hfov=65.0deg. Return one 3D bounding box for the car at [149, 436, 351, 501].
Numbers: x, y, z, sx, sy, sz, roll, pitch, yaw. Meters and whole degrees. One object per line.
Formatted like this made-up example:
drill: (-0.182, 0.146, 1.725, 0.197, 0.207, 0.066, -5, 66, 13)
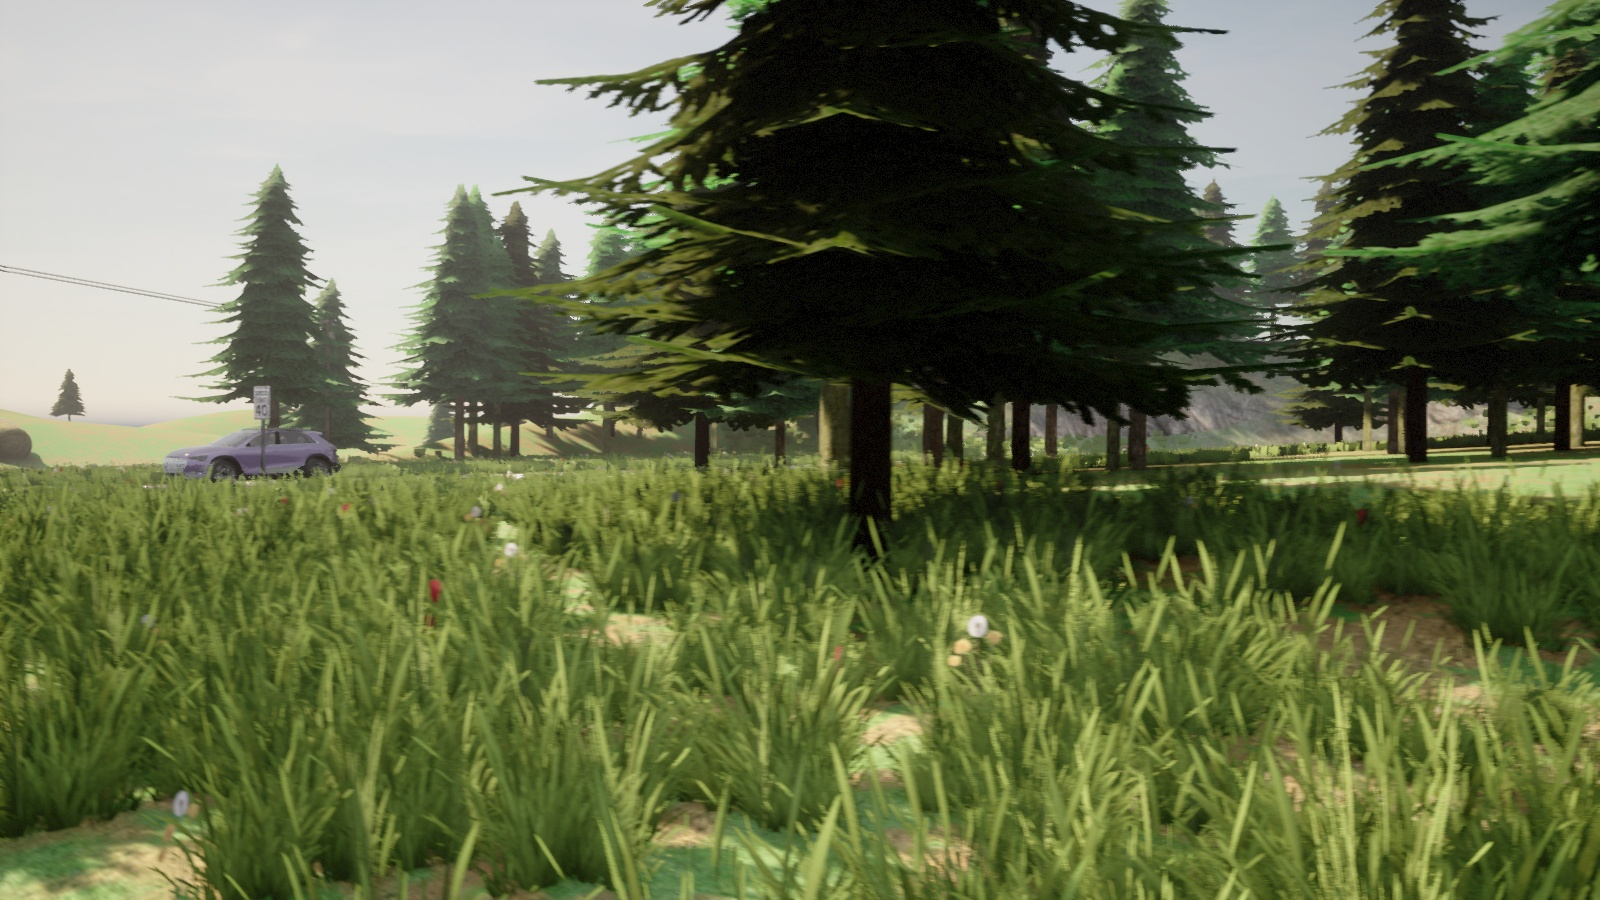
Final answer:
car: (-15.317, 0.459, 35.262, 2.033, 1.649, 4.856, 0, 1, 33)
